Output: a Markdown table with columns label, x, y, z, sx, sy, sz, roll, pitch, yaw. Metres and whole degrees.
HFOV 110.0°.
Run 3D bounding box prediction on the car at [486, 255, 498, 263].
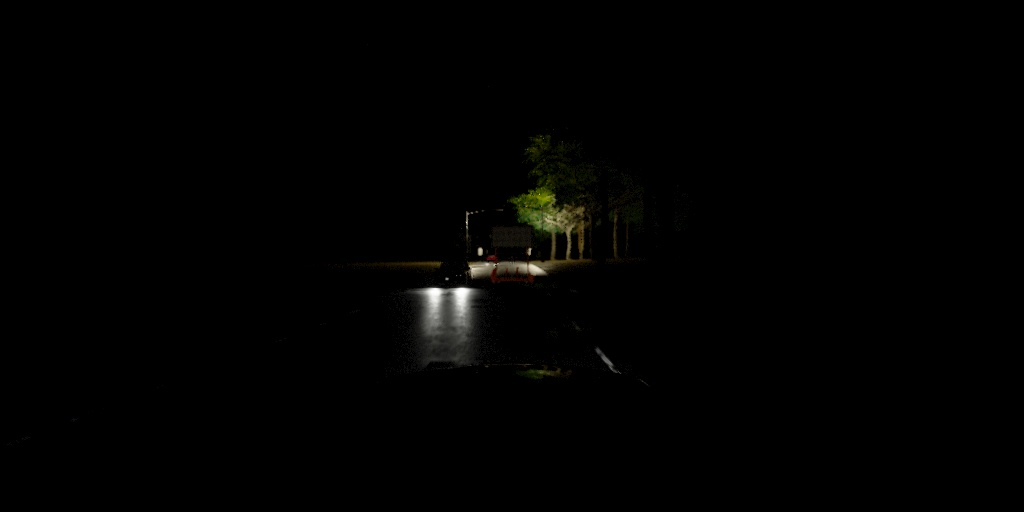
| label | x | y | z | sx | sy | sz | roll | pitch | yaw |
| --- | --- | --- | --- | --- | --- | --- | --- | --- | --- |
| car | -3.515 | 0.527 | 64.162 | 1.882 | 1.535 | 5.008 | 0 | 1 | 0 |

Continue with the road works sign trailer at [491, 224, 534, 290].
| label | x | y | z | sx | sy | sz | roll | pitch | yaw |
| --- | --- | --- | --- | --- | --- | --- | --- | --- | --- |
| road works sign trailer | 0.011 | -0.020 | 20.235 | 2.380 | 3.560 | 2.880 | 0 | 0 | -1 |

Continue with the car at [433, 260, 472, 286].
| label | x | y | z | sx | sy | sz | roll | pitch | yaw |
| --- | --- | --- | --- | --- | --- | --- | --- | --- | --- |
| car | -3.593 | 0.995 | 22.235 | 1.837 | 1.490 | 4.892 | 0 | 1 | 0 |
